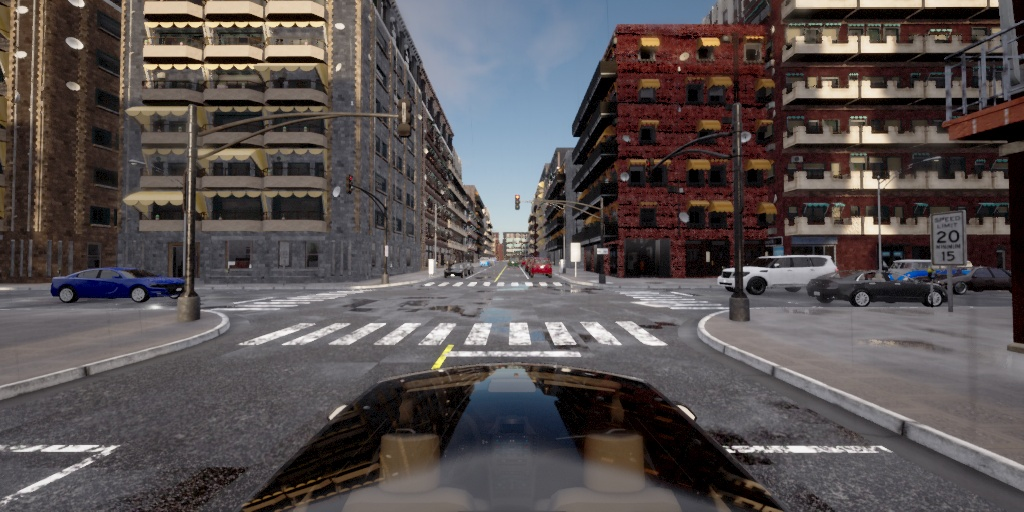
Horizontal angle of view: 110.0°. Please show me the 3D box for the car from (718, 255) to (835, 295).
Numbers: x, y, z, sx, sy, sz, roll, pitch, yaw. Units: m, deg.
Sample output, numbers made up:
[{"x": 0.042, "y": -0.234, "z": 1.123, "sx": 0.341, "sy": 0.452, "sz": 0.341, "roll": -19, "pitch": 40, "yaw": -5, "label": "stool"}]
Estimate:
[{"x": 14.066, "y": 0.969, "z": 19.046, "sx": 5.566, "sy": 2.045, "sz": 2.150, "roll": 0, "pitch": -1, "yaw": 0, "label": "car"}]

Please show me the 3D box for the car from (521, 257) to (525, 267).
[{"x": 2.661, "y": 1.086, "z": 45.051, "sx": 2.192, "sy": 1.841, "sz": 5.009, "roll": 0, "pitch": 0, "yaw": 0, "label": "car"}]

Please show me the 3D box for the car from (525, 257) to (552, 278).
[{"x": 2.637, "y": 1.077, "z": 33.928, "sx": 2.192, "sy": 1.841, "sz": 5.009, "roll": 0, "pitch": 0, "yaw": 0, "label": "car"}]

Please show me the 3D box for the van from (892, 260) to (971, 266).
[{"x": 24.946, "y": 1.115, "z": 21.438, "sx": 3.998, "sy": 1.789, "sz": 1.690, "roll": 0, "pitch": 0, "yaw": 0, "label": "van"}]

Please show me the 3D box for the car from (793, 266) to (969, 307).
[{"x": 13.771, "y": 1.185, "z": 13.610, "sx": 4.403, "sy": 1.370, "sz": 2.007, "roll": 0, "pitch": 0, "yaw": 0, "label": "car"}]

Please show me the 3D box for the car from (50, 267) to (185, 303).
[{"x": -17.582, "y": 1.255, "z": 16.242, "sx": 5.008, "sy": 1.535, "sz": 1.882, "roll": 0, "pitch": -1, "yaw": 0, "label": "car"}]

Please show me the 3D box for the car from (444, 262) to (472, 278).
[{"x": -5.244, "y": 1.328, "z": 33.900, "sx": 1.948, "sy": 1.339, "sz": 4.313, "roll": 0, "pitch": 0, "yaw": 0, "label": "car"}]

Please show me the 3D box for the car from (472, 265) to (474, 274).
[{"x": -5.232, "y": 1.331, "z": 39.461, "sx": 1.948, "sy": 1.339, "sz": 4.313, "roll": 0, "pitch": 0, "yaw": 0, "label": "car"}]

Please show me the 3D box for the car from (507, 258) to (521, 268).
[{"x": 0.233, "y": 1.178, "z": 64.447, "sx": 2.097, "sy": 1.767, "sz": 4.553, "roll": 0, "pitch": 0, "yaw": 0, "label": "car"}]

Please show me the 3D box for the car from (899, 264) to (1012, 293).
[{"x": 24.318, "y": 1.271, "z": 18.989, "sx": 5.357, "sy": 1.411, "sz": 2.033, "roll": 0, "pitch": -1, "yaw": 0, "label": "car"}]
